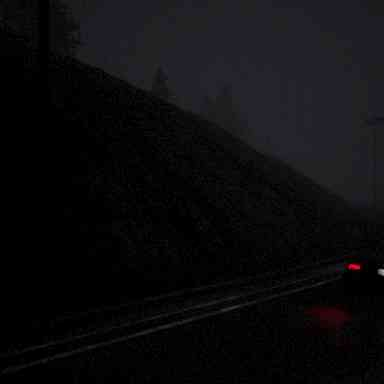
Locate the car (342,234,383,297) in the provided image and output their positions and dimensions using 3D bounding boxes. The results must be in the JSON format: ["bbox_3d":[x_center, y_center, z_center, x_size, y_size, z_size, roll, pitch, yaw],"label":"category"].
[{"bbox_3d":[5.565,1.583,7.944,5.357,1.411,2.033,0,-1,-41],"label":"car"}]
